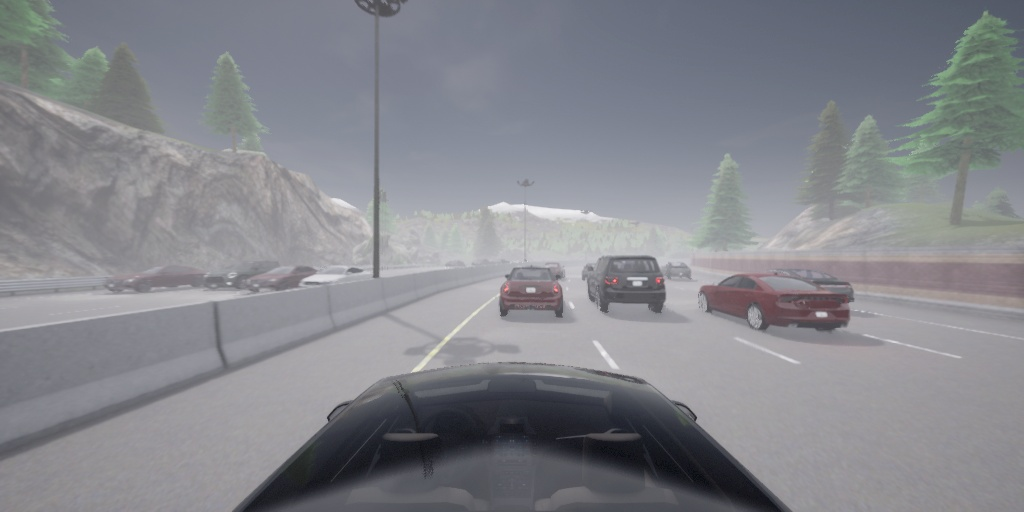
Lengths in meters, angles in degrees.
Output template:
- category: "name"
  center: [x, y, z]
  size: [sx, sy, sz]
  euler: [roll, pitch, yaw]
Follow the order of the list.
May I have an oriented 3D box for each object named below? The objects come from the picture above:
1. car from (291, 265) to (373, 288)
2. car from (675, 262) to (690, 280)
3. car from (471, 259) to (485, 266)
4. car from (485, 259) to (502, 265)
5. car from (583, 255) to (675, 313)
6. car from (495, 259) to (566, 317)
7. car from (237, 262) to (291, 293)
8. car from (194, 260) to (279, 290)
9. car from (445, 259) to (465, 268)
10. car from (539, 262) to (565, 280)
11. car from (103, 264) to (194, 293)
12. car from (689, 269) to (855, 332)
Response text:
- category: "car"
  center: [-9.350, 1.241, 19.503]
  size: [1.812, 1.442, 4.674]
  euler: [0, 0, 8]
- category: "car"
  center: [14.388, 1.266, 31.691]
  size: [2.128, 1.511, 4.902]
  euler: [0, 0, 13]
- category: "car"
  center: [-5.336, 1.210, 61.745]
  size: [1.837, 1.490, 4.892]
  euler: [0, 0, 23]
- category: "car"
  center: [-2.217, 1.192, 60.164]
  size: [1.882, 1.535, 5.008]
  euler: [0, 0, 23]
- category: "car"
  center: [4.329, 0.978, 14.315]
  size: [2.150, 2.045, 5.566]
  euler: [0, 0, 5]
- category: "car"
  center: [0.768, 1.098, 13.465]
  size: [2.097, 1.767, 4.553]
  euler: [0, 0, 5]
- category: "car"
  center: [-12.724, 1.231, 20.552]
  size: [1.812, 1.442, 4.674]
  euler: [0, 0, 8]
- category: "car"
  center: [-16.061, 1.048, 21.875]
  size: [2.097, 1.767, 4.553]
  euler: [0, 0, 8]
- category: "car"
  center: [-9.602, 1.258, 60.505]
  size: [1.994, 1.385, 4.181]
  euler: [0, 0, 21]
- category: "car"
  center: [3.626, 1.270, 31.740]
  size: [1.812, 1.442, 4.674]
  euler: [0, 0, 12]
- category: "car"
  center: [-19.809, 1.212, 20.303]
  size: [1.812, 1.442, 4.674]
  euler: [0, 0, 8]
- category: "car"
  center: [7.573, 1.244, 11.026]
  size: [1.882, 1.535, 5.008]
  euler: [0, 0, 4]
